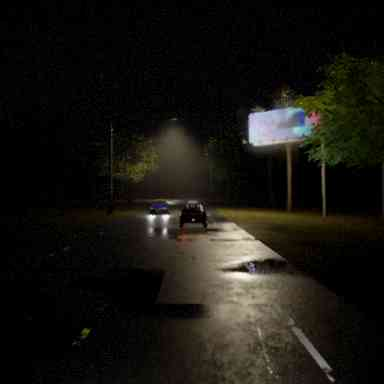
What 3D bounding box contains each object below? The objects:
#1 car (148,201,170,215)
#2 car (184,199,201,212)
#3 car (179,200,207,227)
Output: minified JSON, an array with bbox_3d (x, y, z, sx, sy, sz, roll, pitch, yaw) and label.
[{"bbox_3d":[-3.518,1.675,36.575,1.812,1.442,4.674,0,0,0],"label":"car"},{"bbox_3d":[0.080,1.693,41.982,2.033,1.411,5.357,0,0,0],"label":"car"},{"bbox_3d":[0.089,1.637,24.299,2.128,1.511,4.902,0,0,0],"label":"car"}]
